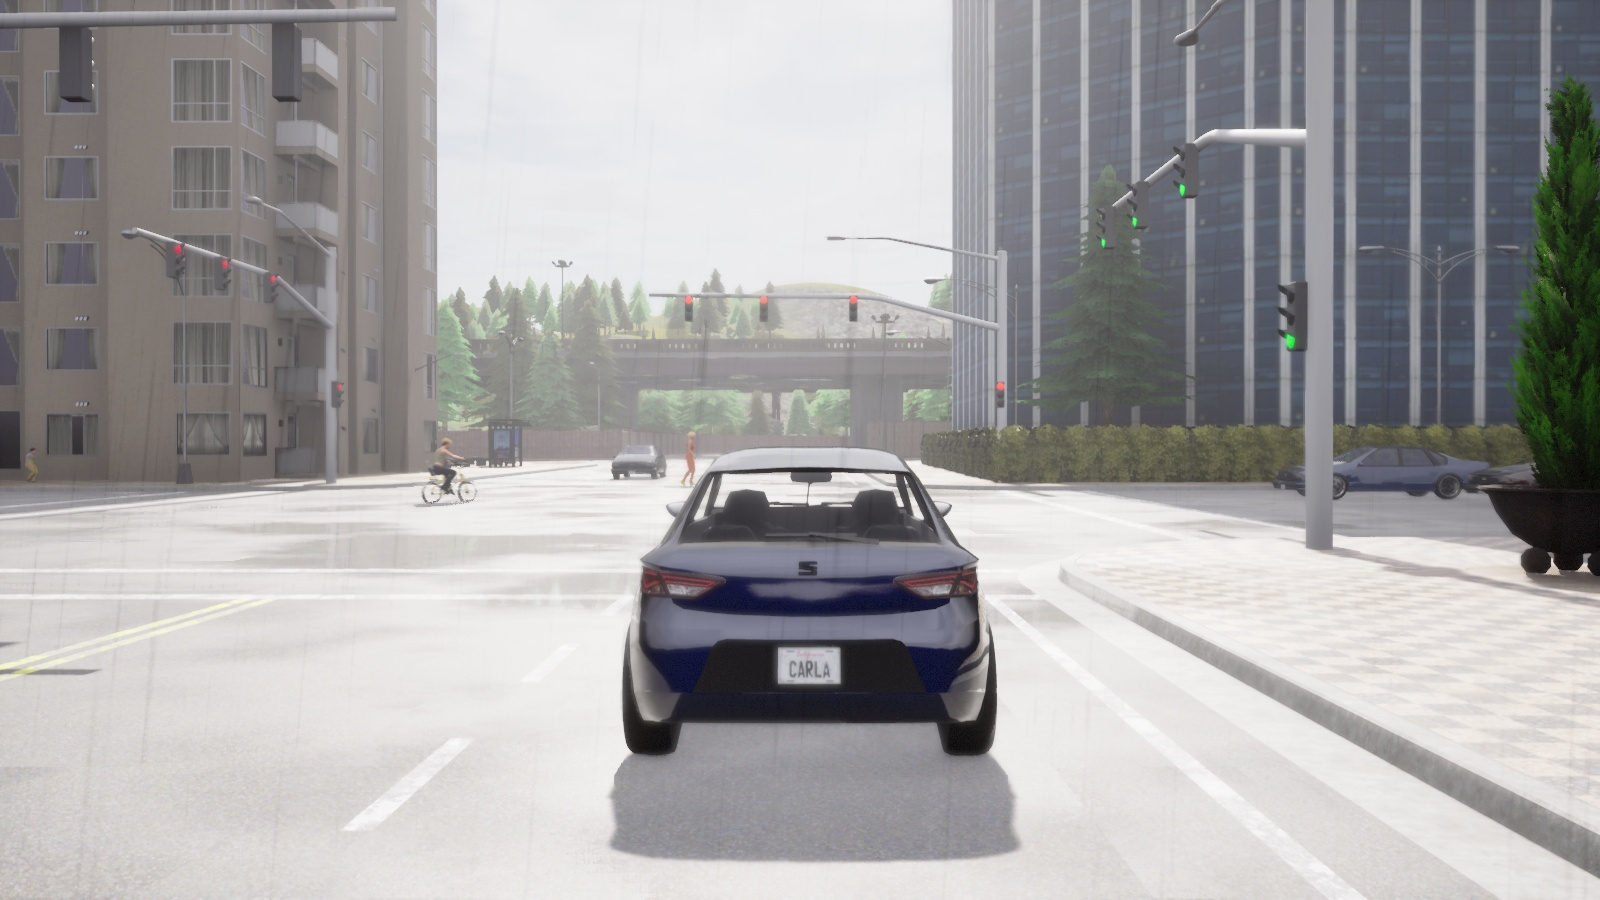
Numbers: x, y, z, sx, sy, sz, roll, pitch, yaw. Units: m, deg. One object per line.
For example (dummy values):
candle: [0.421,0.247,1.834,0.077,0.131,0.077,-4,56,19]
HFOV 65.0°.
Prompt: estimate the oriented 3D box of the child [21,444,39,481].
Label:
child: [-26.118,0.418,42.590,0.437,1.263,0.270,0,0,1]

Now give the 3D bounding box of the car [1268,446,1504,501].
car: [15.528,0.613,33.483,5.357,1.411,2.033,0,0,0]

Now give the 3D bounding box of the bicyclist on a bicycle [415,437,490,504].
bicyclist on a bicycle: [-8.514,0.498,30.796,0.866,1.612,1.509,-2,-1,45]

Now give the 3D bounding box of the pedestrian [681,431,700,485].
pedestrian: [-3.698,0.266,42.549,0.594,1.836,0.345,0,0,6]

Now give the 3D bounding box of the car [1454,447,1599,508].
car: [18.843,0.636,29.997,5.357,1.411,2.033,0,0,0]

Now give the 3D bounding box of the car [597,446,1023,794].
car: [0.054,0.717,7.450,1.816,1.474,4.193,0,0,0]

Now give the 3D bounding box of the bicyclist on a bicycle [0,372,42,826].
bicyclist on a bicycle: [-3.463,0.590,4.253,0.659,1.776,1.843,0,1,0]

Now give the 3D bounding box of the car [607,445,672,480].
car: [-6.708,0.483,52.943,2.033,1.411,5.357,0,0,0]
